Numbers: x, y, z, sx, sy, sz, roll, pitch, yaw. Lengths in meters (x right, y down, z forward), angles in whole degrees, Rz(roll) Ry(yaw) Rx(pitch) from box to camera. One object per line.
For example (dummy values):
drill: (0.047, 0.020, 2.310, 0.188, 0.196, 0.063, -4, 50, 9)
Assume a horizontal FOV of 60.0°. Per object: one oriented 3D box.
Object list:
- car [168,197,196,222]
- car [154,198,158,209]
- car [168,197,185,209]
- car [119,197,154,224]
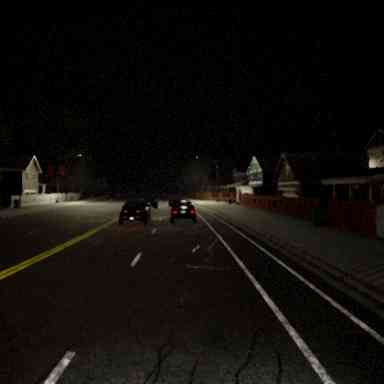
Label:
car: (-0.699, 1.374, 24.858, 2.033, 1.411, 5.357, 0, 0, -3)
car: (-5.225, 1.291, 41.153, 1.994, 1.385, 4.181, 0, 0, -5)
car: (-2.038, 1.320, 42.073, 1.895, 1.301, 4.718, 0, 0, -5)
car: (-3.870, 1.348, 23.048, 1.837, 1.490, 4.892, 0, 1, -3)
